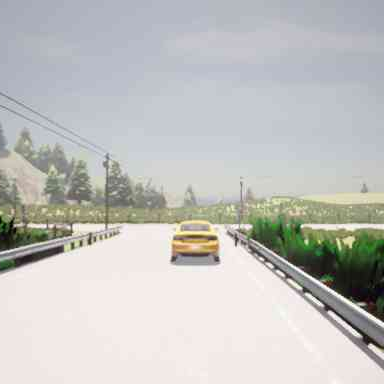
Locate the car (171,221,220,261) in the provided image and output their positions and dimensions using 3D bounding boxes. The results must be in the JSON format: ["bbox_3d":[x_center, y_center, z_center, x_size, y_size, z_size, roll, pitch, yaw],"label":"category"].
[{"bbox_3d":[0.154,1.997,14.497,1.882,1.535,5.008,0,-3,1],"label":"car"}]
